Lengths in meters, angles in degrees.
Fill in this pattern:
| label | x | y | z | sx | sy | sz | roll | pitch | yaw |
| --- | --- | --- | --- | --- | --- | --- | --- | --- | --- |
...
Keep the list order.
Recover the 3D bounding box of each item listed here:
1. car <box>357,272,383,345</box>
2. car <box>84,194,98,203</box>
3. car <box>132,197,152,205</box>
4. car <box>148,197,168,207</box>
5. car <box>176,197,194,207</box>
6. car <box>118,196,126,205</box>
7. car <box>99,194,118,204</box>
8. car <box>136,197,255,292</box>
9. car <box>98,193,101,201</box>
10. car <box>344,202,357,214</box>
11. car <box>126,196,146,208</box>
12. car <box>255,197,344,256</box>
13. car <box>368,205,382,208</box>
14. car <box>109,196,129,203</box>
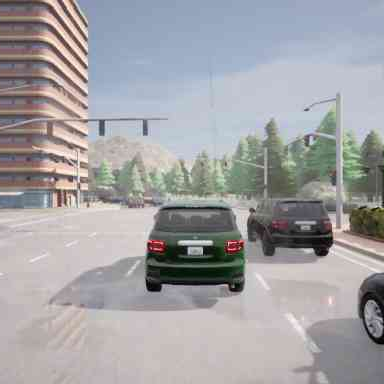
| label | x | y | z | sx | sy | sz | roll | pitch | yaw |
| --- | --- | --- | --- | --- | --- | --- | --- | --- | --- |
| car | 3.607 | 1.505 | 3.496 | 1.837 | 1.490 | 4.892 | 0 | 0 | 0 |
| car | -22.858 | 1.525 | 70.434 | 4.902 | 1.511 | 2.128 | 0 | 0 | 34 |
| car | -9.245 | 1.600 | 60.809 | 1.895 | 1.301 | 4.718 | 0 | 0 | -31 |
| car | -5.319 | 1.547 | 52.058 | 2.033 | 1.411 | 5.357 | 0 | 0 | -18 |
| car | -1.139 | 1.525 | 50.702 | 1.812 | 1.442 | 4.674 | 0 | 0 | -12 |
| car | -10.526 | 1.504 | 55.651 | 1.837 | 1.490 | 4.892 | 0 | 0 | -26 |
| car | -15.416 | 1.600 | 63.518 | 1.895 | 1.301 | 4.718 | 0 | 0 | -39 |
| car | 0.084 | 1.221 | 9.057 | 2.150 | 2.045 | 5.566 | 0 | 0 | 0 |
| car | -23.093 | 1.524 | 74.675 | 4.674 | 1.442 | 1.812 | 0 | 0 | 31 |
| car | 14.947 | 1.603 | 35.777 | 5.357 | 1.411 | 2.033 | 0 | 0 | 4 |
| car | -7.932 | 1.352 | 47.237 | 2.097 | 1.767 | 4.553 | 0 | 0 | -13 |
| car | 3.611 | 1.221 | 13.193 | 2.150 | 2.045 | 5.566 | 0 | 0 | 0 |
| car | 19.214 | 1.656 | 32.254 | 4.718 | 1.301 | 1.895 | 0 | 0 | 1 |
| car | -15.143 | 1.552 | 68.708 | 4.181 | 1.385 | 1.994 | 0 | 0 | 45 |
